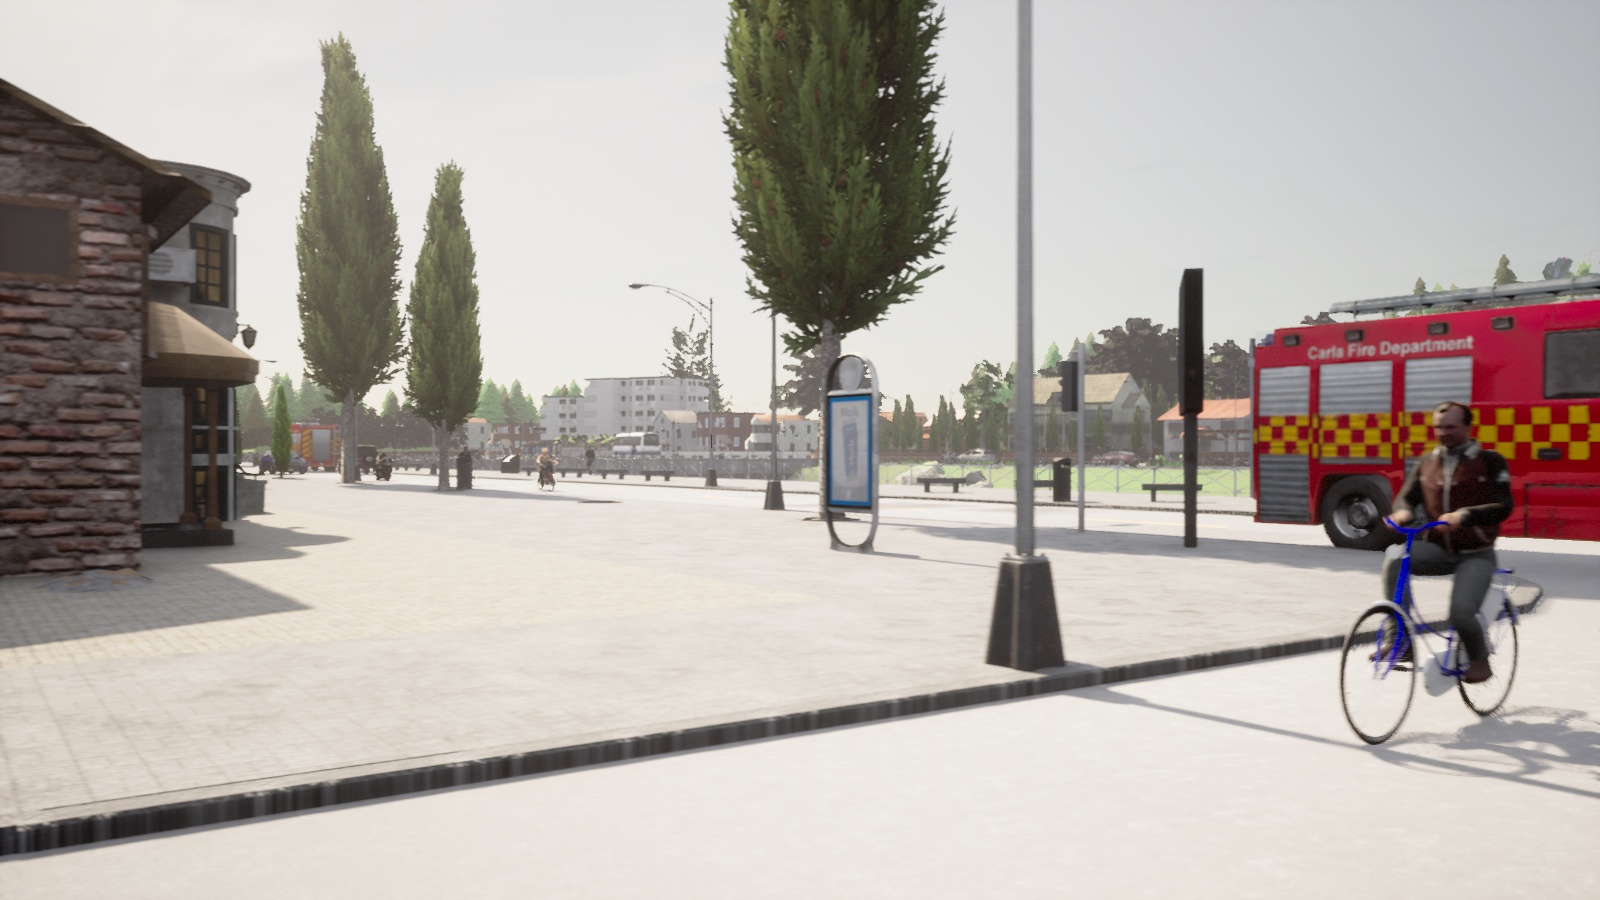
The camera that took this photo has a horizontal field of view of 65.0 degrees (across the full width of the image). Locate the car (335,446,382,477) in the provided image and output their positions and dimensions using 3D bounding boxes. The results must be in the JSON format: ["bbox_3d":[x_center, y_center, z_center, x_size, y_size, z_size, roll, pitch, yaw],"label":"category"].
[{"bbox_3d":[-28.402,0.724,80.710,1.905,1.878,3.866,0,0,-35],"label":"car"}]

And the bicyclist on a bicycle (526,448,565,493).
[{"bbox_3d":[-9.412,0.754,46.460,0.866,1.612,1.509,0,0,-35],"label":"bicyclist on a bicycle"}]

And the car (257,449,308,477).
[{"bbox_3d":[-33.255,0.810,80.680,2.097,1.767,4.553,0,0,-35],"label":"car"}]

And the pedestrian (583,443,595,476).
[{"bbox_3d":[-12.064,0.554,71.780,0.376,1.854,0.720,0,0,-36],"label":"pedestrian"}]

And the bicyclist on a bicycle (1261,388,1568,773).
[{"bbox_3d":[3.269,0.604,6.608,1.843,1.776,0.659,0,0,-36],"label":"bicyclist on a bicycle"}]

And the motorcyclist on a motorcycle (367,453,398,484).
[{"bbox_3d":[-20.947,0.917,63.017,0.866,1.530,2.191,0,0,-35],"label":"motorcyclist on a motorcycle"}]

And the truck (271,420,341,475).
[{"bbox_3d":[-36.248,-0.192,91.966,2.891,3.827,8.468,0,0,-35],"label":"truck"}]

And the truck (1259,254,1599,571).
[{"bbox_3d":[10.591,-0.462,16.427,2.891,3.827,8.468,-1,0,-35],"label":"truck"}]
